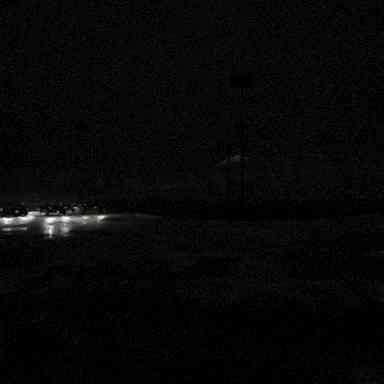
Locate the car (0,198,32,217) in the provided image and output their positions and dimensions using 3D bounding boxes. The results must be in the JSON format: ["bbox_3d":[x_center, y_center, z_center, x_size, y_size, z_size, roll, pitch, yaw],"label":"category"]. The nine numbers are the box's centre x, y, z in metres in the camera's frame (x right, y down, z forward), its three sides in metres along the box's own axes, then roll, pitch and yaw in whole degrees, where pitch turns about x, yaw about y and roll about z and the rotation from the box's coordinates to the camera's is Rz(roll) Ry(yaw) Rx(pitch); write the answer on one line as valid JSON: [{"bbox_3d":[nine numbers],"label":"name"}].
[{"bbox_3d":[-16.687,1.564,31.135,1.994,1.385,4.181,0,0,-36],"label":"car"}]

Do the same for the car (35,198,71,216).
[{"bbox_3d":[-14.019,1.599,33.419,1.895,1.301,4.718,0,0,-36],"label":"car"}]

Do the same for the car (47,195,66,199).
[{"bbox_3d":[-17.149,1.475,43.734,1.882,1.535,5.008,0,0,-36],"label":"car"}]

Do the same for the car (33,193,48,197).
[{"bbox_3d":[-24.255,1.216,53.604,2.150,2.045,5.566,0,0,-35],"label":"car"}]

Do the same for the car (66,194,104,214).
[{"bbox_3d":[-11.346,1.219,35.701,2.150,2.045,5.566,0,0,-36],"label":"car"}]

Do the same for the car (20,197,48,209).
[{"bbox_3d":[-19.401,1.600,40.863,1.895,1.301,4.718,0,0,-36],"label":"car"}]
